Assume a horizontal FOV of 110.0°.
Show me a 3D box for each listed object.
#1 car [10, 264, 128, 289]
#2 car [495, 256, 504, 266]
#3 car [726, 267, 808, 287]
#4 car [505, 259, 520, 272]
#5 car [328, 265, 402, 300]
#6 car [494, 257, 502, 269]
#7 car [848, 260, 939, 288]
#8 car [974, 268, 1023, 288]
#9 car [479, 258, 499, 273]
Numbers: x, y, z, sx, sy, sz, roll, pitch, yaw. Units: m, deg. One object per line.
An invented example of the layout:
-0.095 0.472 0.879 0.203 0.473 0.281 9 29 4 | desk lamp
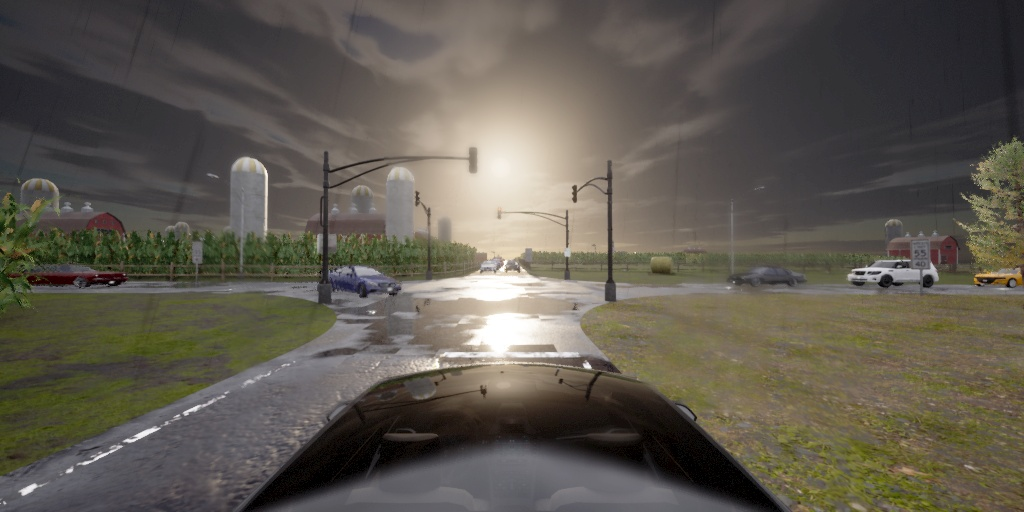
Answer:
-24.444 1.126 19.807 4.718 1.301 1.895 0 -1 -3 | car
-2.891 1.295 62.545 1.882 1.535 5.008 0 0 0 | car
18.675 1.525 26.296 5.357 1.411 2.033 1 -1 -8 | car
0.087 1.392 46.568 1.895 1.301 4.718 0 0 0 | car
-7.364 1.167 17.449 4.674 1.442 1.812 2 -1 35 | car
-2.872 1.325 52.524 1.812 1.442 4.674 0 0 0 | car
28.660 1.291 27.005 5.566 2.045 2.150 1 -1 -4 | car
38.842 1.645 27.759 5.008 1.535 1.882 1 -1 -5 | car
-2.818 1.312 43.367 1.812 1.442 4.674 0 0 -1 | car
